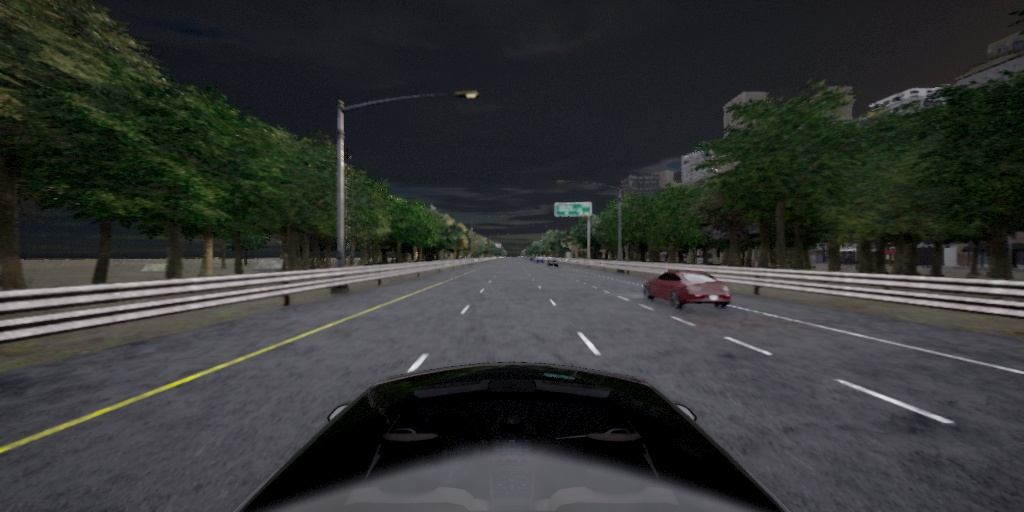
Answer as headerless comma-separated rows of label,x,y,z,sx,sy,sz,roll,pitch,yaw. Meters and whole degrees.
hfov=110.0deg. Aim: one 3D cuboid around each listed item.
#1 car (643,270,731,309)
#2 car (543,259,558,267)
car,7.009,1.282,14.753,1.812,1.442,4.674,0,0,0
car,7.206,1.247,64.724,1.837,1.490,4.892,0,0,0
